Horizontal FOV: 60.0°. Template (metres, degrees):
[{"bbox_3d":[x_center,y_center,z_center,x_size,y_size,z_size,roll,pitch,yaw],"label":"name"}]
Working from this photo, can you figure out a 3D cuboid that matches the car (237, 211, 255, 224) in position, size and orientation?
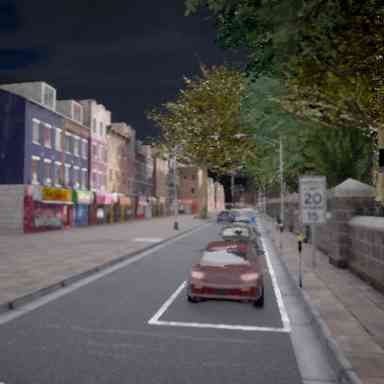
[{"bbox_3d":[6.575,3.031,40.070,2.008,1.369,4.403,0,-2,10],"label":"car"}]

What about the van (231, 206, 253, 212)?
[{"bbox_3d":[4.651,2.413,29.357,1.690,1.788,3.998,0,-2,10],"label":"van"}]

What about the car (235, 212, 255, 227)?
[{"bbox_3d":[5.612,2.841,34.710,1.947,1.339,4.313,0,-2,10],"label":"car"}]

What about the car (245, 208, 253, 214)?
[{"bbox_3d":[14.276,4.748,82.946,1.802,1.307,4.206,0,-2,10],"label":"car"}]

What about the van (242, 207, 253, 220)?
[{"bbox_3d":[8.502,3.235,50.797,1.690,1.788,3.998,0,-2,10],"label":"van"}]

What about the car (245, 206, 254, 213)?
[{"bbox_3d":[15.240,4.699,88.315,2.192,1.841,5.009,0,-2,10],"label":"car"}]

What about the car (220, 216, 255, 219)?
[{"bbox_3d":[2.724,2.235,18.629,1.947,1.339,4.313,0,-2,10],"label":"car"}]

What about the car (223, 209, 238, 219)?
[{"bbox_3d":[6.131,3.463,52.456,2.128,1.511,4.902,-1,-2,11],"label":"car"}]

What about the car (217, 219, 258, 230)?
[{"bbox_3d":[1.852,2.037,13.722,2.008,1.369,4.403,0,-2,10],"label":"car"}]

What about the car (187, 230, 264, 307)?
[{"bbox_3d":[0.938,1.874,8.520,1.802,1.307,4.206,0,-2,10],"label":"car"}]

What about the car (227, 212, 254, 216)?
[{"bbox_3d":[3.717,2.402,24.158,1.752,1.417,4.829,0,-2,10],"label":"car"}]

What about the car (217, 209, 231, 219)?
[{"bbox_3d":[4.204,3.075,41.516,1.812,1.442,4.674,-1,-2,11],"label":"car"}]
